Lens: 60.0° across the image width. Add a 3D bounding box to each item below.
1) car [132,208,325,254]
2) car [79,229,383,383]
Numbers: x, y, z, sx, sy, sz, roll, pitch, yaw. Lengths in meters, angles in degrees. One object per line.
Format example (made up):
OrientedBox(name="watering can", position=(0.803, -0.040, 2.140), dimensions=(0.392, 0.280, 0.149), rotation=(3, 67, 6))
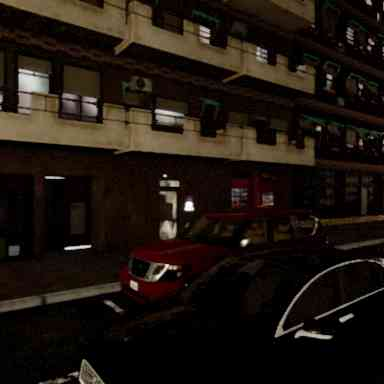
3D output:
OrientedBox(name="car", position=(1.033, 1.319, 7.295), dimensions=(5.009, 1.841, 2.192), rotation=(0, 0, -36))
OrientedBox(name="car", position=(1.132, 1.506, 4.162), dimensions=(4.892, 1.490, 1.837), rotation=(0, 0, -35))
